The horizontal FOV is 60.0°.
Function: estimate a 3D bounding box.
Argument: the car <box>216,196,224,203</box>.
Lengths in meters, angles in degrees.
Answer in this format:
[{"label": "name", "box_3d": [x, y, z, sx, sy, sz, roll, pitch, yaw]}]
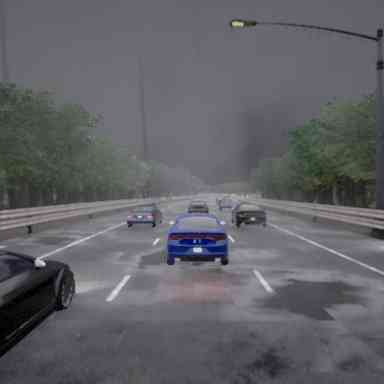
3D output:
[{"label": "car", "box_3d": [6.995, 1.838, 82.390, 1.882, 1.535, 5.008, 0, 0, 5]}]

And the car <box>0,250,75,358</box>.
[{"label": "car", "box_3d": [-3.371, 1.563, 5.114, 1.994, 1.385, 4.181, 0, 0, 0]}]

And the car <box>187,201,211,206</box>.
[{"label": "car", "box_3d": [0.591, 1.552, 30.068, 1.837, 1.490, 4.892, 0, 0, 2]}]

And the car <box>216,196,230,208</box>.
[{"label": "car", "box_3d": [4.551, 1.665, 44.757, 2.033, 1.411, 5.357, 0, 0, 3]}]

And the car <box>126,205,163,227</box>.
[{"label": "car", "box_3d": [-3.114, 1.570, 22.707, 2.033, 1.411, 5.357, 0, 0, 1]}]

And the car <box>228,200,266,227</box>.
[{"label": "car", "box_3d": [3.789, 1.505, 22.843, 1.882, 1.535, 5.008, 0, 0, 1]}]

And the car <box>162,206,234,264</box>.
[{"label": "car", "box_3d": [0.193, 1.484, 11.849, 1.882, 1.535, 5.008, 0, 0, 1]}]
